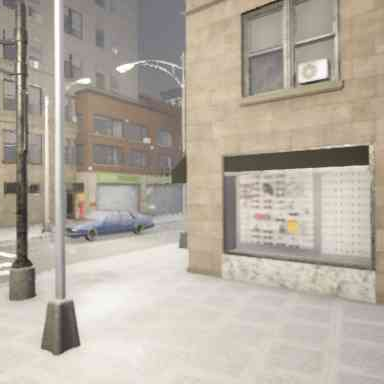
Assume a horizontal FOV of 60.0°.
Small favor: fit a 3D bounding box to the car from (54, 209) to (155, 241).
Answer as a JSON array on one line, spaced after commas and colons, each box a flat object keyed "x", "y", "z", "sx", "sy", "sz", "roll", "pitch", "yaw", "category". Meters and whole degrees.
[{"x": -4.383, "y": 1.645, "z": 17.639, "sx": 2.033, "sy": 1.411, "sz": 5.357, "roll": -1, "pitch": 0, "yaw": 39, "category": "car"}]
